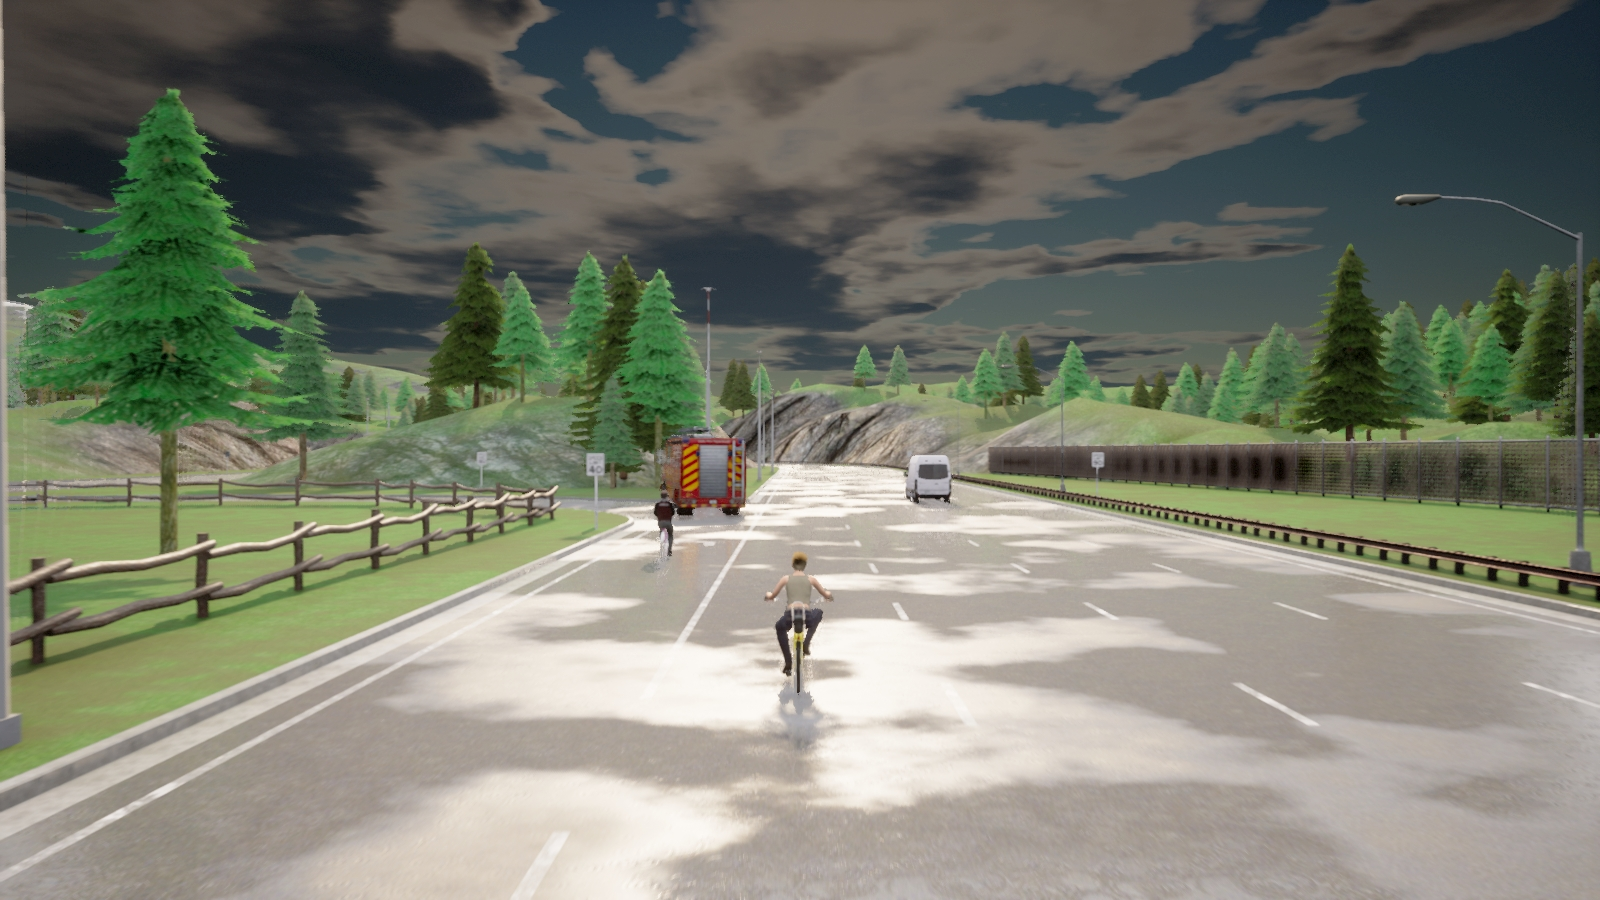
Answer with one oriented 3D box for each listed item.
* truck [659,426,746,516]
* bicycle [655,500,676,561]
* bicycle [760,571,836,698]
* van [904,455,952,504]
[{"bbox_3d":[-4.676,0.918,53.266,2.891,3.827,8.468,1,0,-13],"label":"truck"},{"bbox_3d":[-3.505,2.076,29.796,0.329,1.471,1.835,0,0,0],"label":"bicycle"},{"bbox_3d":[-0.014,2.165,13.639,0.859,1.276,1.487,0,0,0],"label":"bicycle"},{"bbox_3d":[6.995,1.567,62.902,1.988,2.561,5.915,0,0,0],"label":"van"}]
